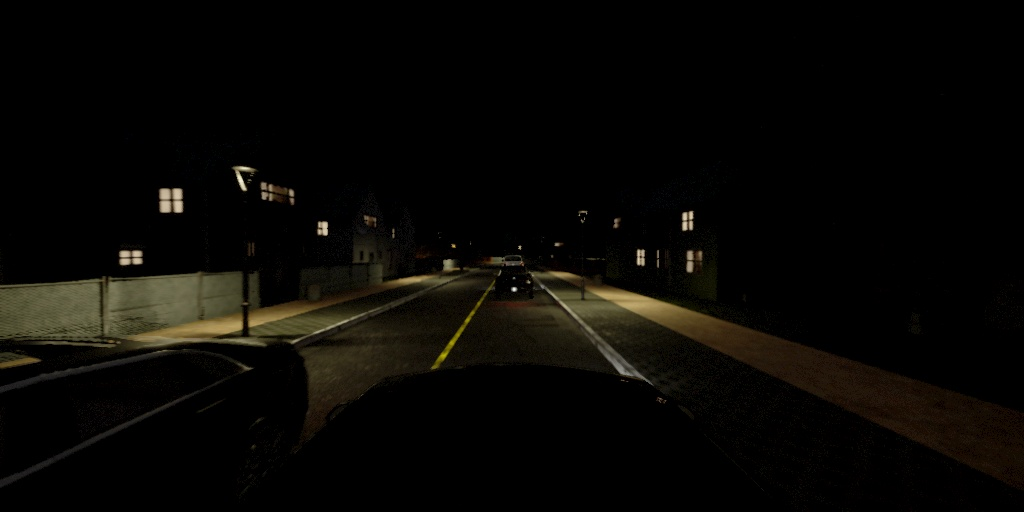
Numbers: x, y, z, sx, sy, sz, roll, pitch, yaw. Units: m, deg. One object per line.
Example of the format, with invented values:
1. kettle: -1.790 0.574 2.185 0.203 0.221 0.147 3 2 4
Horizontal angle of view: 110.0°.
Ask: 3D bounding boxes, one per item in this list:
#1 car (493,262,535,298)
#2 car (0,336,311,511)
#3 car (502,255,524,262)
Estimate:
1. car: 0.102 1.244 18.458 1.837 1.490 4.892 0 0 0
2. car: -2.836 1.242 1.410 2.128 1.511 4.902 0 0 0
3. car: 0.104 0.948 37.501 2.150 2.045 5.566 0 0 0
